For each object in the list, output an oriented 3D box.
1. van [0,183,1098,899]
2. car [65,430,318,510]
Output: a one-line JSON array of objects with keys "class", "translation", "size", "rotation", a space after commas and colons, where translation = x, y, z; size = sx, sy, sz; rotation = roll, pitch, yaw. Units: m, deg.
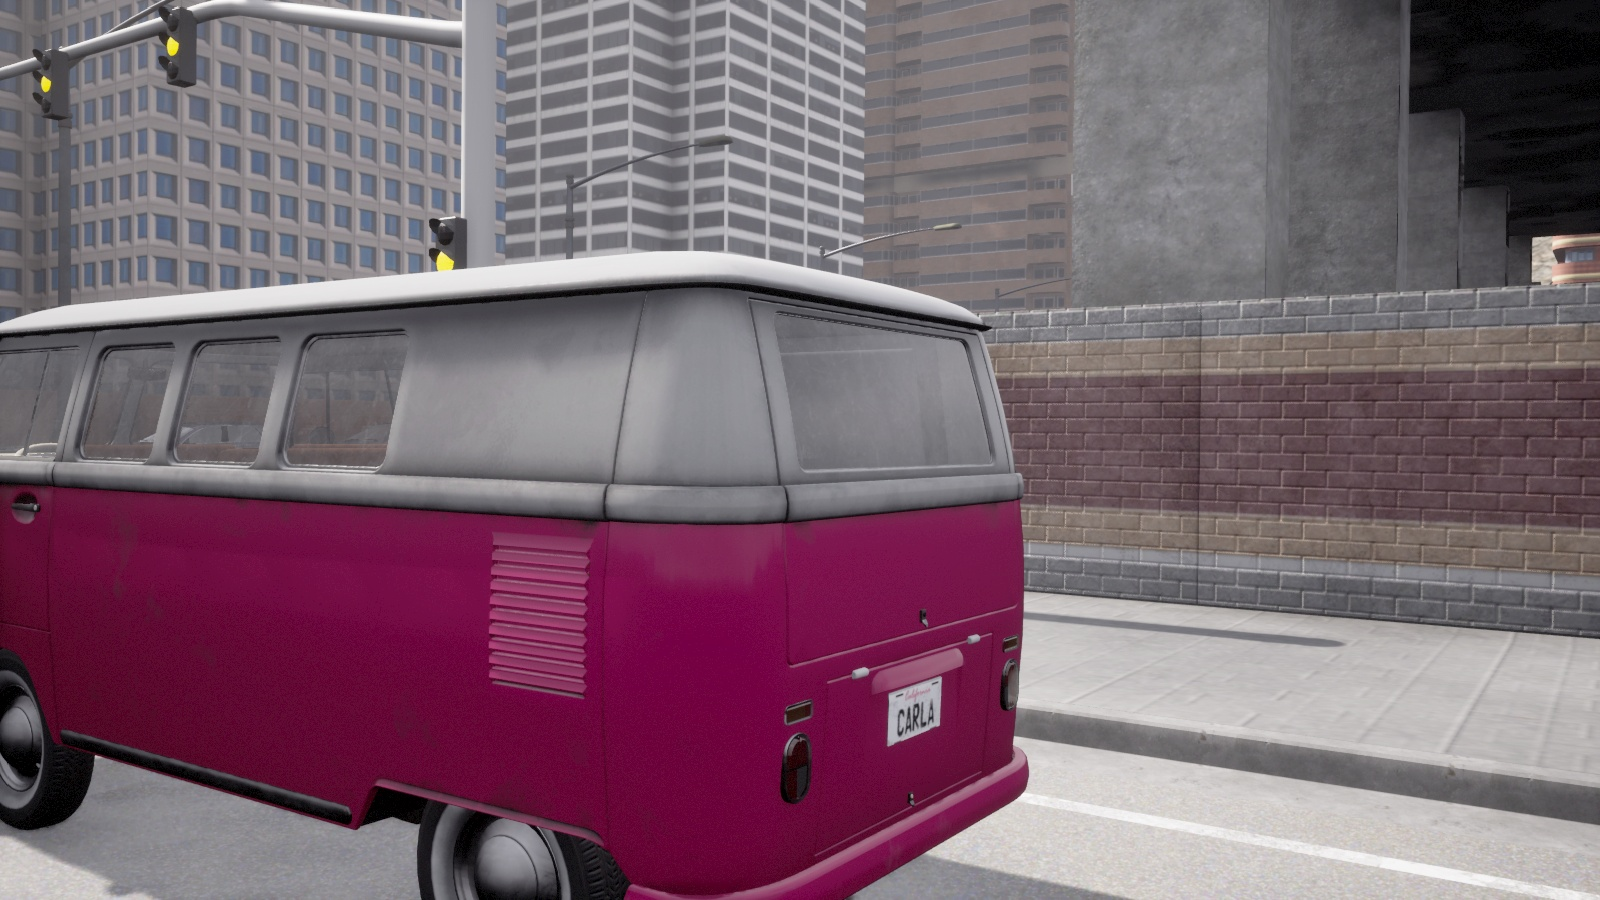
[{"class": "van", "translation": [-1.387, 0.435, 4.539], "size": [4.442, 1.987, 1.775], "rotation": [0, 1, 34]}, {"class": "car", "translation": [-13.873, 0.392, 28.947], "size": [2.033, 1.649, 4.856], "rotation": [0, 1, 34]}]
